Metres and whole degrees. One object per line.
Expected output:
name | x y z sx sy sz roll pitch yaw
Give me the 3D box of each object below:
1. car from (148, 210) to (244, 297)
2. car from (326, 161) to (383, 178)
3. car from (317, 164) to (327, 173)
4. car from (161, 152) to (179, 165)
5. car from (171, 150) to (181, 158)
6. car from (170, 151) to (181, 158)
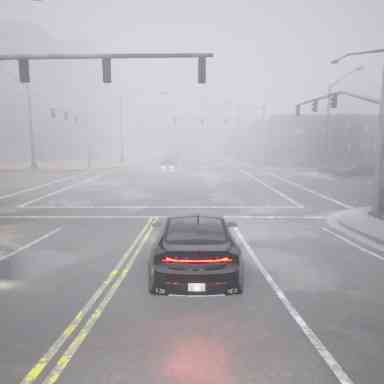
car | 0.074 1.200 8.032 1.837 1.490 4.892 0 4 0
car | 16.654 -2.154 32.865 5.357 1.411 2.033 0 9 2
car | 15.949 -2.671 36.326 4.181 1.385 1.994 0 9 0
car | -3.579 -4.900 50.697 2.033 1.411 5.357 0 9 0
car | -3.475 -8.101 71.004 1.882 1.535 5.008 0 9 0
car | -3.546 -6.659 60.827 2.097 1.767 4.553 0 9 0
